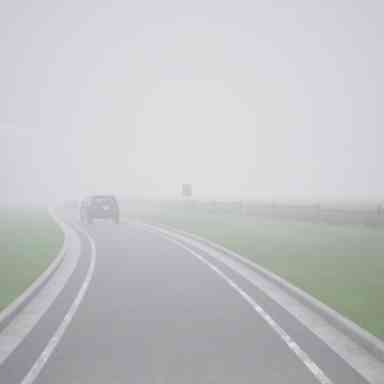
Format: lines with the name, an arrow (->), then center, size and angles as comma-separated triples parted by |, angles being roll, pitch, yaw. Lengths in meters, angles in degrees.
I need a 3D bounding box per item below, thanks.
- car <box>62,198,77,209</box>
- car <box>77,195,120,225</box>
car -> -17.305, 1.600, 47.295 | 1.994, 1.385, 4.181 | 0, 0, -24
car -> -6.946, 1.227, 24.879 | 2.150, 2.045, 5.566 | 0, 0, -25
